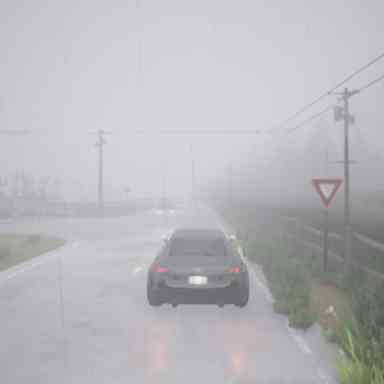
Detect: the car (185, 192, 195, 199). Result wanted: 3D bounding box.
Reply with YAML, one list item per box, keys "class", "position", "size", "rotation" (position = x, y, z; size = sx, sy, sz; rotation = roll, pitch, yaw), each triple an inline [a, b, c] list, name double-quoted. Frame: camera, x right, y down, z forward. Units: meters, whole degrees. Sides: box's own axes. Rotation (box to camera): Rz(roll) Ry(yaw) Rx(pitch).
- class: "car"
  position: [-0.457, 0.795, 78.164]
  size: [2.097, 1.767, 4.553]
  rotation: [0, 0, -5]

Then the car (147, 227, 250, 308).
- class: "car"
  position: [0.145, 1.523, 7.903]
  size: [1.994, 1.385, 4.181]
  rotation: [0, 0, 1]

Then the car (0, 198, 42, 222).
- class: "car"
  position: [-13.007, 1.181, 23.013]
  size: [4.902, 1.511, 2.128]
  rotation: [1, 0, 3]

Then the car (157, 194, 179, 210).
- class: "car"
  position: [-2.924, 1.309, 38.832]
  size: [1.837, 1.490, 4.892]
  rotation: [0, 0, 1]

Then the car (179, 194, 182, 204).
- class: "car"
  position: [-2.801, 1.077, 54.621]
  size: [2.097, 1.767, 4.553]
  rotation: [0, 0, 0]

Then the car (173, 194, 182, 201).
- class: "car"
  position: [-3.114, 1.142, 69.604]
  size: [1.837, 1.490, 4.892]
  rotation: [0, 0, -2]

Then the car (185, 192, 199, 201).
- class: "car"
  position: [0.164, 1.010, 68.104]
  size: [2.097, 1.767, 4.553]
  rotation: [0, 0, -3]
